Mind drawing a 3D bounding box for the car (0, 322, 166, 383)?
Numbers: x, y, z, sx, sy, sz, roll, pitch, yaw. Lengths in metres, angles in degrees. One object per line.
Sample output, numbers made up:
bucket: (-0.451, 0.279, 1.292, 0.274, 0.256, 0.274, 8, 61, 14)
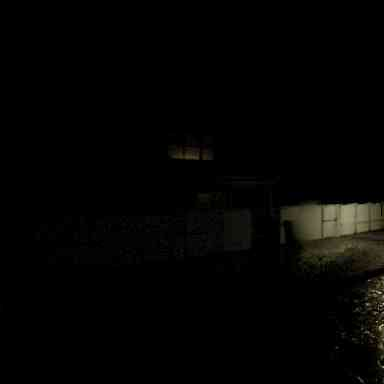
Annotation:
car: (-2.058, 1.566, 1.642, 4.181, 1.385, 1.994, 0, 0, -36)
